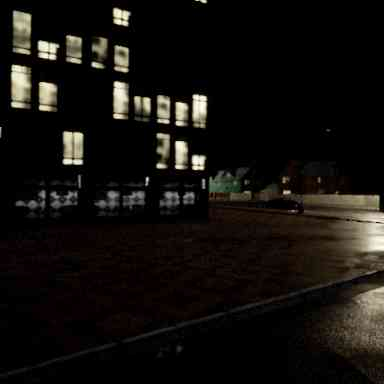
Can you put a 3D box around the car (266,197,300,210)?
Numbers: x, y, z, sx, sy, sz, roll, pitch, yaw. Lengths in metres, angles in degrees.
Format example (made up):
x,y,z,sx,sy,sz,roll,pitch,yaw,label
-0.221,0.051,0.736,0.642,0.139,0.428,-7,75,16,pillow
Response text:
x,y,z,sx,sy,sz,roll,pitch,yaw,label
10.084,1.277,36.846,1.994,1.385,4.181,1,0,-28,car
